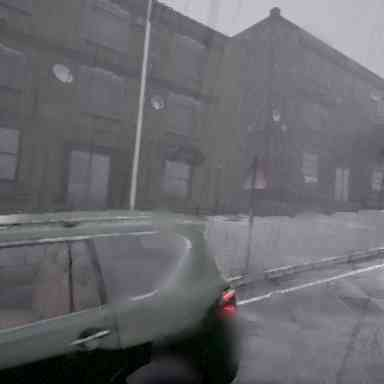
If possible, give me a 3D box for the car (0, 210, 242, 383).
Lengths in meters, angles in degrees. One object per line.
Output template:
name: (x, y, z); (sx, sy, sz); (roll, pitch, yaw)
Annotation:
car: (-2.116, 1.221, 2.482); (5.566, 2.045, 2.150); (0, 0, -35)
